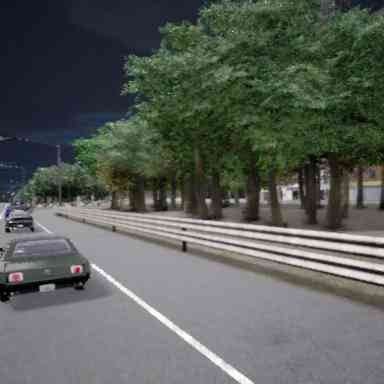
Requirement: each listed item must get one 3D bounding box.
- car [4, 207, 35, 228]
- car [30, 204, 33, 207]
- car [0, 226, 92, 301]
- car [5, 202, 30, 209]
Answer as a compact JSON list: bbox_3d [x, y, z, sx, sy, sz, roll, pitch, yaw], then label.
[{"bbox_3d":[-13.382,2.227,25.875,1.837,1.490,4.892,-1,-1,-29],"label":"car"},{"bbox_3d":[-29.042,2.823,57.624,2.150,2.045,5.566,-2,-1,-18],"label":"car"},{"bbox_3d":[-4.195,1.841,9.144,1.895,1.301,4.718,-1,-1,-29],"label":"car"},{"bbox_3d":[-21.575,2.392,40.801,2.150,2.045,5.566,-1,-1,-29],"label":"car"}]
